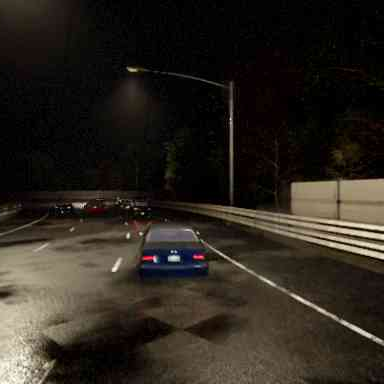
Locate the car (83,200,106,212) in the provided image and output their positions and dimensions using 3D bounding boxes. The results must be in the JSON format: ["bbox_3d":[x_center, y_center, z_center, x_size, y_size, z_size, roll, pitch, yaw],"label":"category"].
[{"bbox_3d":[-12.642,1.842,42.461,1.994,1.385,4.181,0,0,-23],"label":"car"}]

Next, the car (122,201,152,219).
[{"bbox_3d":[-5.002,1.692,31.314,2.128,1.511,4.902,0,0,-17],"label":"car"}]

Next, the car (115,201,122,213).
[{"bbox_3d":[-8.347,1.830,41.272,1.994,1.385,4.181,0,0,-21],"label":"car"}]

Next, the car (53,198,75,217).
[{"bbox_3d":[-13.145,1.718,34.104,2.128,1.511,4.902,0,0,-19],"label":"car"}]

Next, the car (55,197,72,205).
[{"bbox_3d":[-28.538,1.968,73.903,1.882,1.535,5.008,0,0,-42],"label":"car"}]

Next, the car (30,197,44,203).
[{"bbox_3d":[-39.703,2.096,84.936,4.902,1.511,2.128,0,0,41],"label":"car"}]

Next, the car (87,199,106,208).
[{"bbox_3d":[-16.450,1.974,57.250,1.895,1.301,4.718,0,0,-31],"label":"car"}]

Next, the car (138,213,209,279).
[{"bbox_3d":[-0.676,1.613,10.256,2.033,1.411,5.357,0,0,-6],"label":"car"}]
